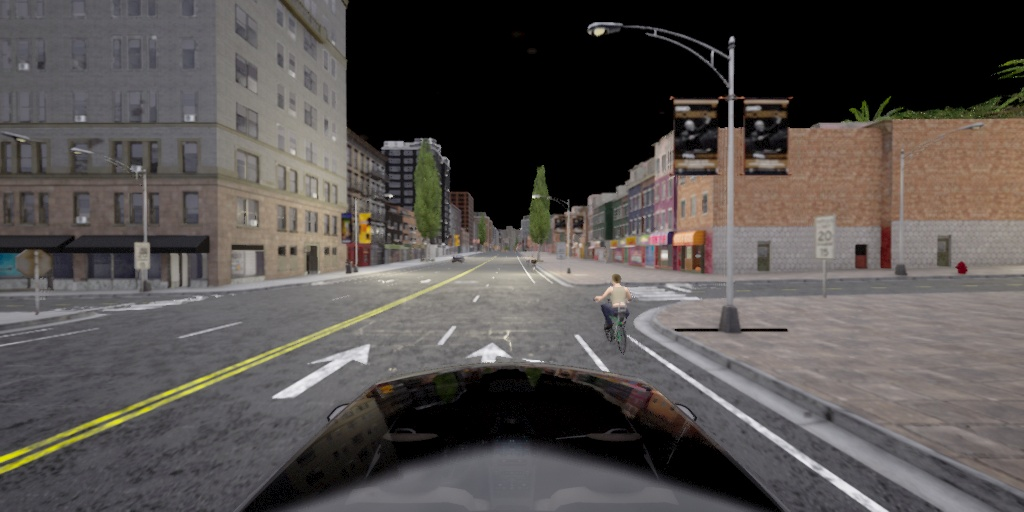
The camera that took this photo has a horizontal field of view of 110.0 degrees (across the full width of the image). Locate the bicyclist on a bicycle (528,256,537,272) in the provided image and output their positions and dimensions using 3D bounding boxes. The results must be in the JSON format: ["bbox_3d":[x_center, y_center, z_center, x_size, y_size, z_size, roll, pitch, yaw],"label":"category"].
[{"bbox_3d":[2.254,0.928,37.294,0.659,1.776,1.843,0,1,0],"label":"bicyclist on a bicycle"}]

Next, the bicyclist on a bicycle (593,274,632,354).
[{"bbox_3d":[2.231,1.185,7.759,0.866,1.612,1.509,0,0,0],"label":"bicyclist on a bicycle"}]

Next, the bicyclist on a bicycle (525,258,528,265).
[{"bbox_3d":[2.254,0.755,50.046,0.866,1.612,1.509,0,1,0],"label":"bicyclist on a bicycle"}]
